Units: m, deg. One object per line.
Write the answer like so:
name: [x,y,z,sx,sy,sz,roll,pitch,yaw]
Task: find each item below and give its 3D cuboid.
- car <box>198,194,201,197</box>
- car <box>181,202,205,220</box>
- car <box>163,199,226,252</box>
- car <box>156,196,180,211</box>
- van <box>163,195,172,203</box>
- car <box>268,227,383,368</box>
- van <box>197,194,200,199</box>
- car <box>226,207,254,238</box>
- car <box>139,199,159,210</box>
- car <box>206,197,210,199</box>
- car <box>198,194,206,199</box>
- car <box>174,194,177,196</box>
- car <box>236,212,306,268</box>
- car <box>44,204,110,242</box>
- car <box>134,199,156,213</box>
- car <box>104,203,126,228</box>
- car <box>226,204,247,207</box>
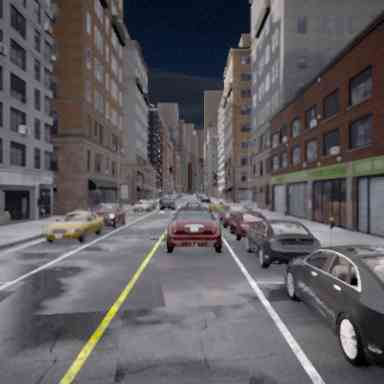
car: [2.905,1.740,76.574,1.947,1.339,4.313,0,0,0]
car: [0.103,1.623,29.910,1.994,1.385,4.181,0,0,0]
car: [0.091,1.381,14.249,2.097,1.767,4.553,0,0,0]
car: [-3.038,1.635,42.436,2.033,1.411,5.357,0,0,0]
van: [-5.622,1.516,76.580,1.690,1.788,3.998,0,0,0]
car: [2.859,1.562,5.619,2.008,1.369,4.403,0,0,0]
van: [2.911,1.545,87.577,1.690,1.788,3.998,0,0,0]
car: [2.866,1.615,16.670,1.802,1.307,4.206,0,0,0]
car: [-5.642,1.643,44.305,2.008,1.369,4.403,0,0,0]
car: [2.880,1.605,38.944,1.752,1.417,4.829,0,0,0]
car: [2.901,1.704,71.073,1.887,1.381,4.507,0,0,0]
car: [-5.614,1.644,87.583,1.967,1.590,4.097,0,0,0]
car: [2.863,1.573,11.145,2.008,1.369,4.403,0,0,0]
car: [-5.659,1.558,16.507,1.752,1.417,4.829,0,0,0]
car: [-5.645,1.604,38.610,1.752,1.417,4.829,0,0,0]
car: [-5.656,1.484,22.203,1.967,1.590,4.097,0,0,0]
car: [2.870,1.484,22.197,1.967,1.590,4.097,0,0,0]
